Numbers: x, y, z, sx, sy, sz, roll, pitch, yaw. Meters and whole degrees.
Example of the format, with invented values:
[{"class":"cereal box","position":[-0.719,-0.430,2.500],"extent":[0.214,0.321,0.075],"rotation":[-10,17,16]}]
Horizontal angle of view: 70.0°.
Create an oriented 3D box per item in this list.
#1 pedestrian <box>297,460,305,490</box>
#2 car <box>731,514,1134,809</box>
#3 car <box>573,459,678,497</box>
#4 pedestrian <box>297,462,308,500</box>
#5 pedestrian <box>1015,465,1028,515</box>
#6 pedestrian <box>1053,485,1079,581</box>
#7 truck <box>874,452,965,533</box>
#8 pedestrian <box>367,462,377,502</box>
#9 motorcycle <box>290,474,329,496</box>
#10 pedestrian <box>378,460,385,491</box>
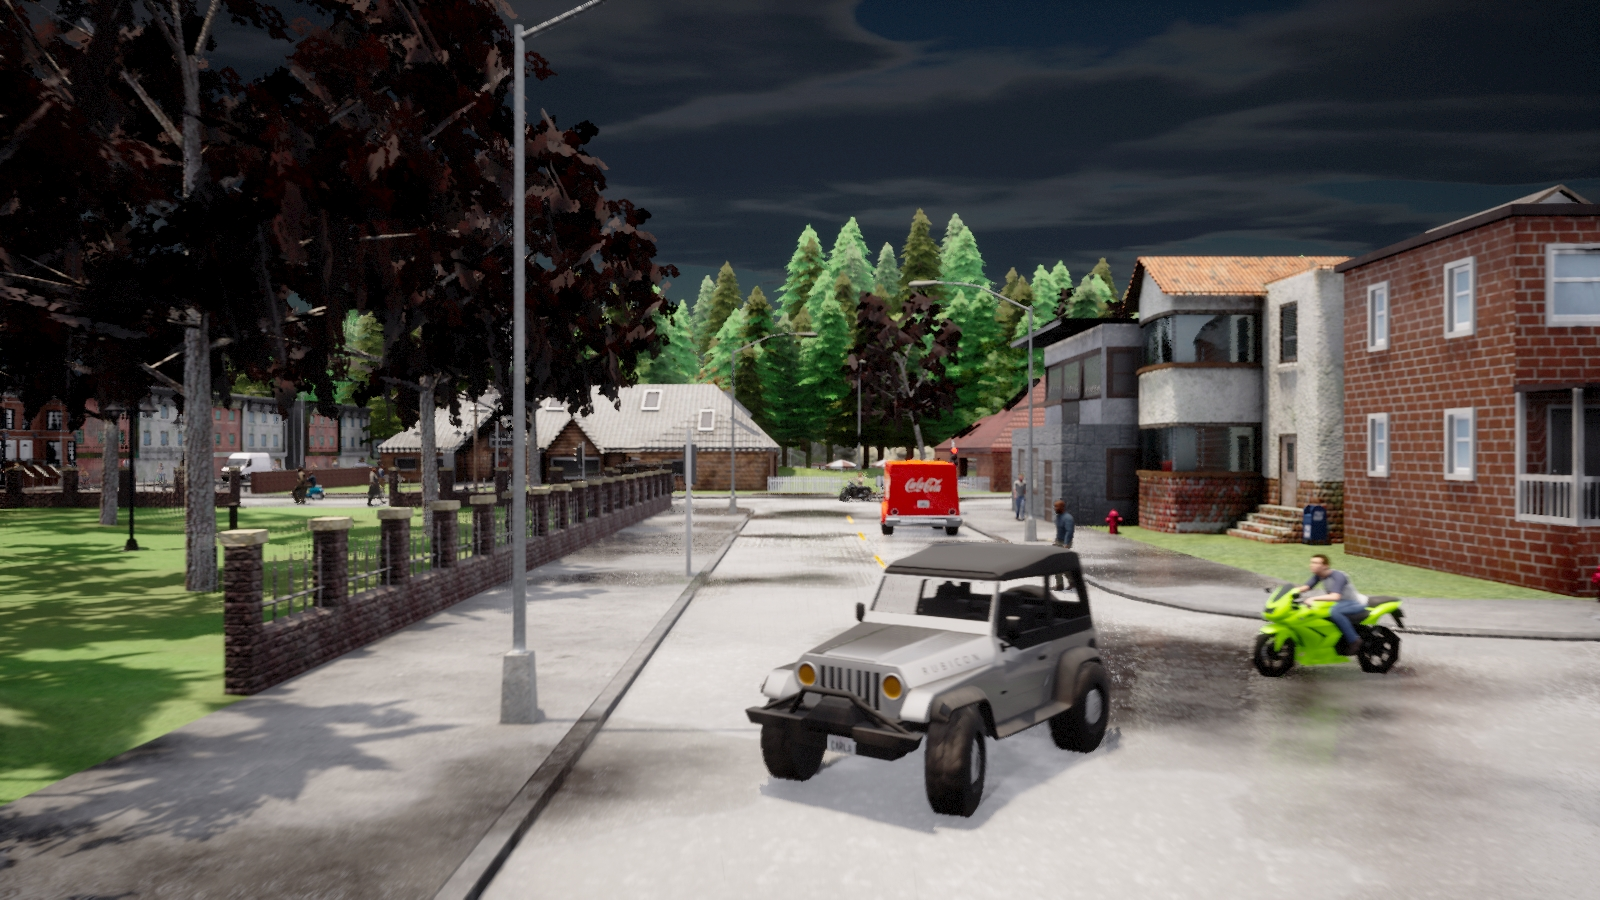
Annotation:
[{"class":"pedestrian","position":[-30.297,1.518,69.415],"extent":[0.375,1.860,0.375],"rotation":[0,0,-9]},{"class":"car","position":[1.364,1.637,10.309],"extent":[1.905,1.878,3.866],"rotation":[0,0,37]},{"class":"car","position":[-9.729,1.559,63.960],"extent":[5.566,2.045,2.150],"rotation":[0,0,0]},{"class":"pedestrian","position":[-24.335,1.523,55.891],"extent":[0.375,1.860,0.375],"rotation":[0,0,0]},{"class":"pedestrian","position":[8.384,1.518,43.279],"extent":[0.375,1.860,0.375],"rotation":[0,0,-9]},{"class":"pedestrian","position":[5.254,1.629,22.560],"extent":[0.375,1.860,0.375],"rotation":[0,0,-16]},{"class":"truck","position":[3.973,1.359,38.975],"extent":[2.627,2.467,5.204],"rotation":[0,1,1]},{"class":"pedestrian","position":[-20.476,1.526,54.650],"extent":[0.375,1.860,0.375],"rotation":[0,0,-2]},{"class":"motorcycle","position":[-27.453,1.962,63.967],"extent":[1.805,1.236,0.856],"rotation":[0,0,0]},{"class":"pedestrian","position":[-24.849,1.524,67.854],"extent":[0.375,1.860,0.375],"rotation":[0,0,-10]}]
